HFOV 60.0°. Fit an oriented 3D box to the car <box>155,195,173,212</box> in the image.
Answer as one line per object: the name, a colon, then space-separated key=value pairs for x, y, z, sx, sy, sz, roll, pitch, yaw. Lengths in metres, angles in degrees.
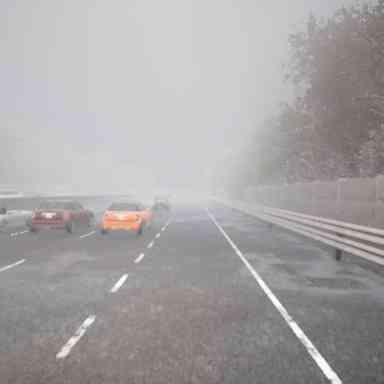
car: x=-3.404 y=1.462 z=38.036 sx=1.812 sy=1.442 sz=4.674 roll=1 pitch=0 yaw=0

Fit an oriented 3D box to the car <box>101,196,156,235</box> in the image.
car: x=-3.460 y=1.284 z=18.450 sx=2.097 sy=1.767 sz=4.553 roll=1 pitch=0 yaw=0

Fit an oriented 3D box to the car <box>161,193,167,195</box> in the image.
car: x=-6.819 y=1.351 z=67.907 sx=1.882 sy=1.535 sz=5.008 roll=1 pitch=0 yaw=0

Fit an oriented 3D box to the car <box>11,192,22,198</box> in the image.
car: x=-20.889 y=1.123 z=43.499 sx=2.033 sy=1.411 sz=5.357 roll=1 pitch=0 yaw=0

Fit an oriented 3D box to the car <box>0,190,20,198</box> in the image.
car: x=-24.379 y=0.727 z=43.455 sx=2.150 sy=2.045 sz=5.566 roll=1 pitch=0 yaw=0

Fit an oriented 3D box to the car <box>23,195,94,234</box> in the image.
car: x=-6.959 y=1.211 z=18.301 sx=2.097 sy=1.767 sz=4.553 roll=1 pitch=0 yaw=0

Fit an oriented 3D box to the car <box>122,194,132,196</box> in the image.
car: x=-10.354 y=1.147 z=53.724 sx=2.097 sy=1.767 sz=4.553 roll=1 pitch=0 yaw=0

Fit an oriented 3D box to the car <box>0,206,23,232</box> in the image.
car: x=-10.461 y=1.388 z=18.263 sx=1.895 sy=1.301 sz=4.718 roll=1 pitch=0 yaw=0
